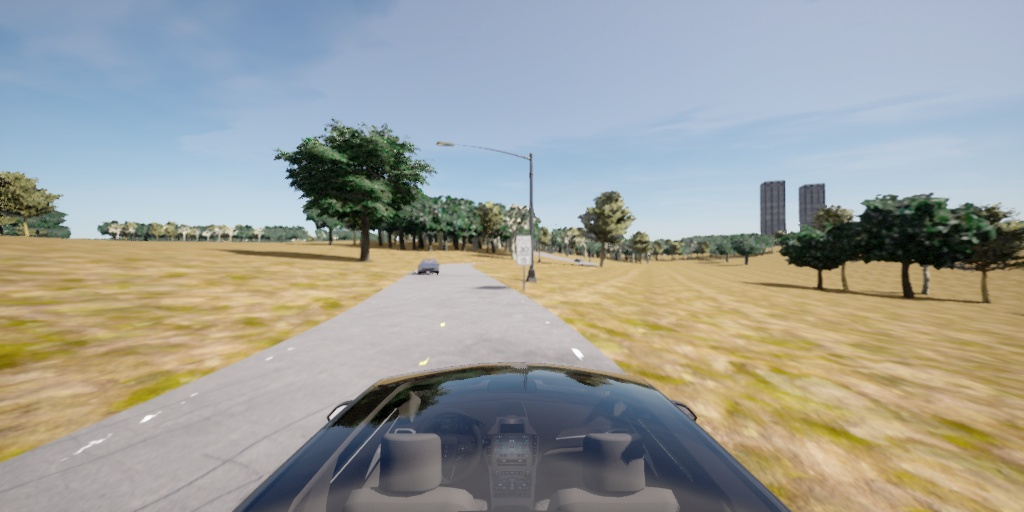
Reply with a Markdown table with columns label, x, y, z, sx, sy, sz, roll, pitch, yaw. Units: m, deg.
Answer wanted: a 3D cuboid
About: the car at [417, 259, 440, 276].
| label | x | y | z | sx | sy | sz | roll | pitch | yaw |
| --- | --- | --- | --- | --- | --- | --- | --- | --- | --- |
| car | -7.609 | 0.988 | 33.020 | 2.033 | 1.411 | 5.357 | 0 | 1 | -11 |
